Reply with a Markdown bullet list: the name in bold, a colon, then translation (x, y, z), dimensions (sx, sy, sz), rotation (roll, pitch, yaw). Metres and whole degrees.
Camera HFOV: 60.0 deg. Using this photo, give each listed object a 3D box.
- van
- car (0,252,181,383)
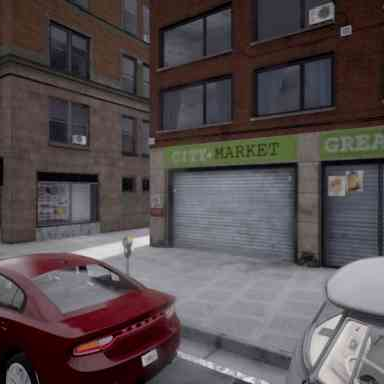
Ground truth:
- **van**: translation (2.366, 1.341, 1.389), dimensions (3.998, 1.788, 1.690), rotation (0, 0, 35)
- **car**: translation (-2.243, 1.544, 4.675), dimensions (4.507, 1.381, 1.887), rotation (0, 0, 35)
